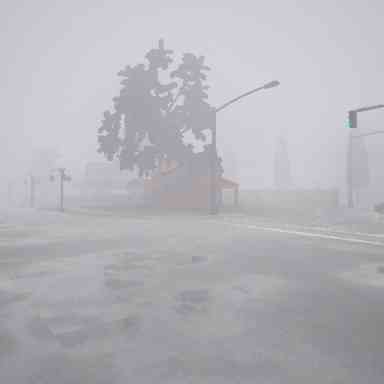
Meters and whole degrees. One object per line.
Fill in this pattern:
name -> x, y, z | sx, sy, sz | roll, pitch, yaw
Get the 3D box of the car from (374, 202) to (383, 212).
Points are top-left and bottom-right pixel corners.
car -> 22.414, 1.561, 36.925 | 5.357, 1.411, 2.033 | 0, 0, -35
